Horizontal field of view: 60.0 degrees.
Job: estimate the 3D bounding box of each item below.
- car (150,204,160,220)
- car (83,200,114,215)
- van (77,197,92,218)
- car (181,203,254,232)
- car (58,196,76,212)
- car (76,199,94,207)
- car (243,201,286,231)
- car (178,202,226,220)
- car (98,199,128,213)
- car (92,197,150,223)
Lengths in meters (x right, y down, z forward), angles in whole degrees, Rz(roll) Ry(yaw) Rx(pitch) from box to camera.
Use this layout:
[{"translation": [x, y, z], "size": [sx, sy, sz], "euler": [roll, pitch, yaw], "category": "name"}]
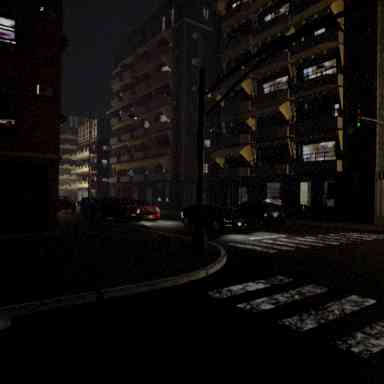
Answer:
[{"translation": [-4.541, 1.403, 28.296], "size": [2.097, 1.767, 4.553], "euler": [1, -1, -35], "category": "car"}, {"translation": [-10.250, 1.649, 36.360], "size": [1.994, 1.385, 4.181], "euler": [1, -1, -35], "category": "car"}, {"translation": [-8.766, 1.353, 29.990], "size": [1.690, 1.788, 3.998], "euler": [1, -1, -35], "category": "van"}, {"translation": [1.190, 1.525, 20.251], "size": [1.837, 1.490, 4.892], "euler": [1, -1, -36], "category": "car"}, {"translation": [-15.209, 1.367, 39.091], "size": [2.192, 1.841, 5.009], "euler": [1, -1, -35], "category": "car"}, {"translation": [-18.448, 1.864, 57.293], "size": [1.802, 1.307, 4.206], "euler": [1, -1, -35], "category": "car"}, {"translation": [3.766, 1.432, 21.665], "size": [2.097, 1.767, 4.553], "euler": [1, -1, -35], "category": "car"}, {"translation": [0.785, 1.683, 30.130], "size": [1.752, 1.417, 4.829], "euler": [1, -1, -35], "category": "car"}, {"translation": [-9.772, 1.635, 40.762], "size": [1.882, 1.535, 5.008], "euler": [1, -1, -35], "category": "car"}, {"translation": [-5.543, 1.308, 25.439], "size": [2.192, 1.841, 5.009], "euler": [1, -1, -35], "category": "car"}]
